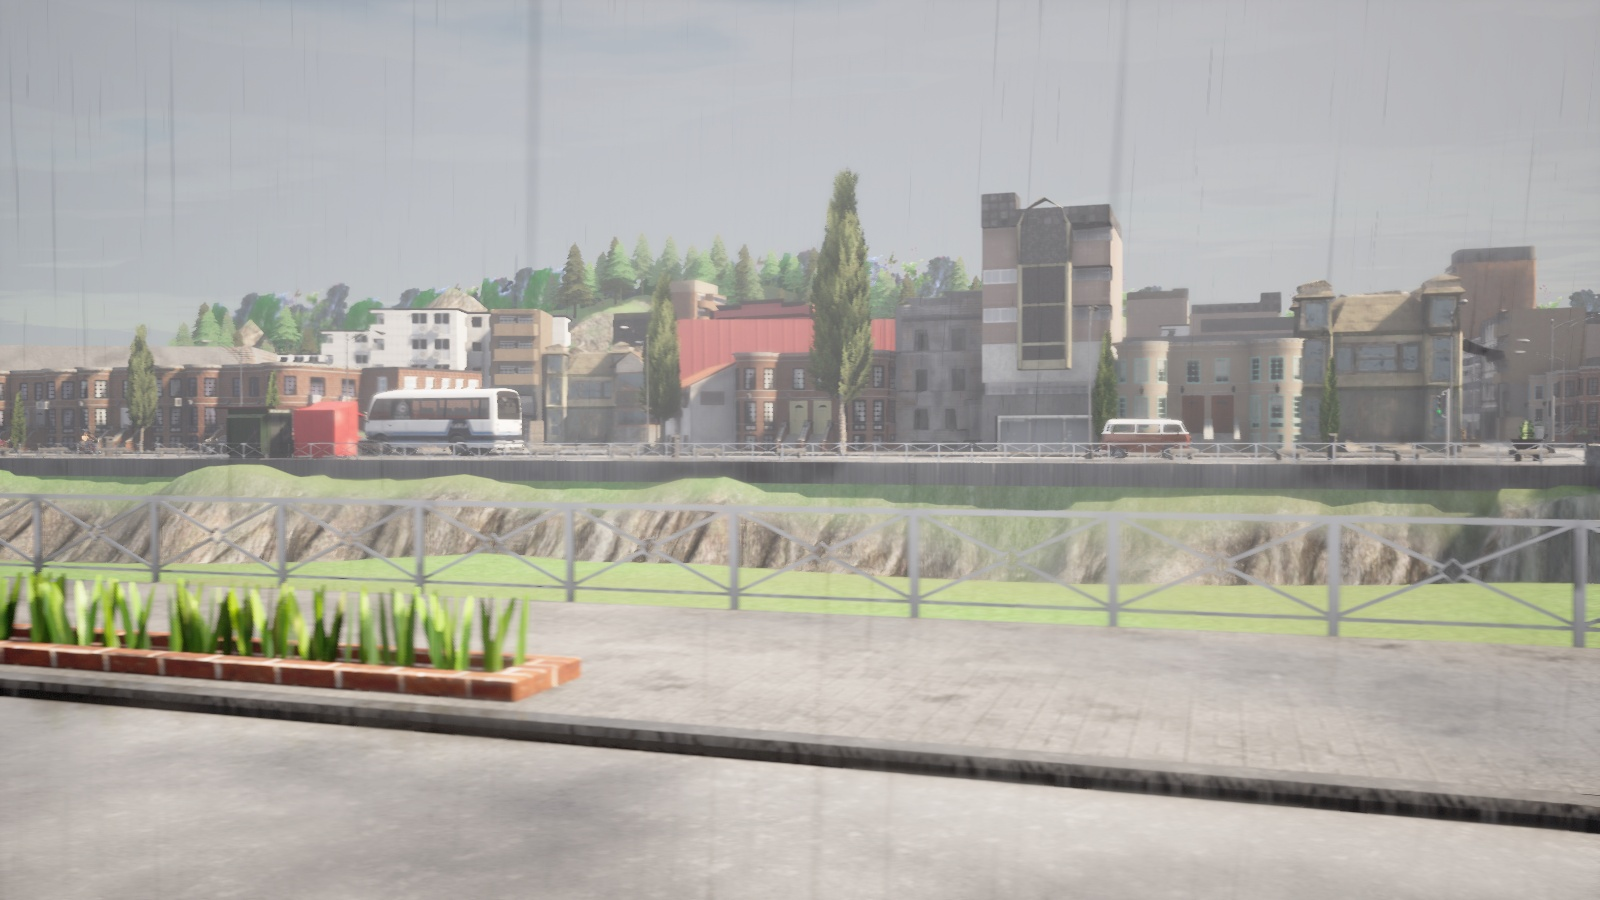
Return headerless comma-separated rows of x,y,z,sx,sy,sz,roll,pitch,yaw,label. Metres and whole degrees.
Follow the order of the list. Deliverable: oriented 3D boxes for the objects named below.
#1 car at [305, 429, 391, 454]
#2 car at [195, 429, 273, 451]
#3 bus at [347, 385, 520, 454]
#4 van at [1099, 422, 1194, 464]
-28.179,-0.556,78.301,5.008,1.535,1.882,1,1,19,car
-38.809,-0.693,86.093,4.892,1.490,1.837,1,1,19,car
-23.627,-1.936,80.971,10.273,4.253,3.944,1,1,19,bus
17.388,-0.393,62.982,4.480,2.038,2.069,1,1,19,van
